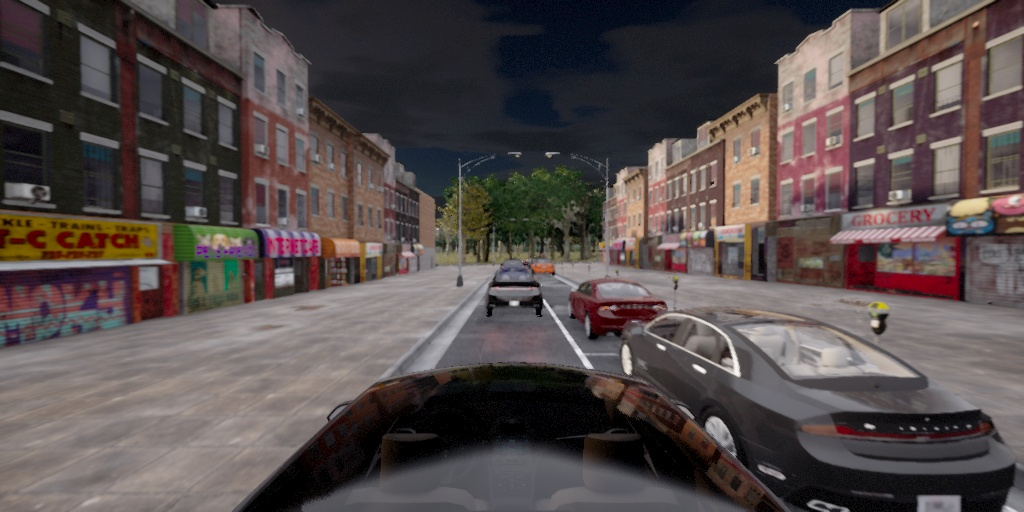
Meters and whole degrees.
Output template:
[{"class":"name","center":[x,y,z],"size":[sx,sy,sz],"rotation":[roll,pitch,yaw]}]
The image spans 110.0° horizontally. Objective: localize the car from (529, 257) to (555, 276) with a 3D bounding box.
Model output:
[{"class":"car","center":[2.983,0.967,35.246],"size":[2.097,1.767,4.553],"rotation":[0,0,0]}]

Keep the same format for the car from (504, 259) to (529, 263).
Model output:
[{"class":"car","center":[0.079,0.986,29.171],"size":[2.097,1.767,4.553],"rotation":[0,0,0]}]

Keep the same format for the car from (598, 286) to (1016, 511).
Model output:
[{"class":"car","center":[2.637,1.288,4.393],"size":[2.007,1.370,4.403],"rotation":[0,0,0]}]

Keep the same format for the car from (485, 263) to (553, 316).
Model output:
[{"class":"car","center":[0.080,1.189,13.086],"size":[2.128,1.511,4.902],"rotation":[0,0,0]}]

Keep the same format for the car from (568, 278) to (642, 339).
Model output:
[{"class":"car","center":[2.636,1.257,9.800],"size":[1.888,1.381,4.507],"rotation":[0,0,0]}]
